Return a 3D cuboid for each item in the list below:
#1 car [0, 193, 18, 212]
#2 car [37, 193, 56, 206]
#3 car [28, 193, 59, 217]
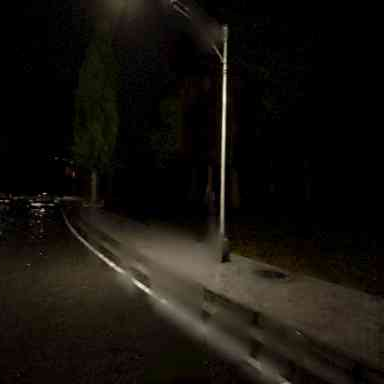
[{"bbox_3d":[-15.806,0.856,27.767,2.128,1.511,4.902,2,0,-23],"label":"car"},{"bbox_3d":[-17.271,0.863,39.664,1.994,1.385,4.181,2,0,-22],"label":"car"},{"bbox_3d":[-11.188,1.022,25.097,2.128,1.511,4.902,2,0,-23],"label":"car"}]
